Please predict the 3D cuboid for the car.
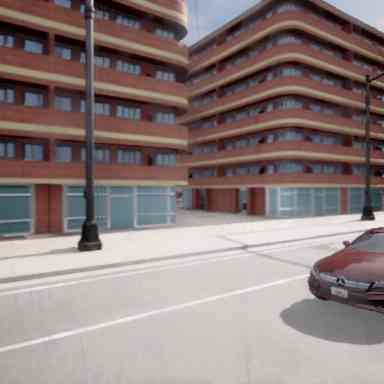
[{"bbox_3d":[4.495,1.503,7.209,4.674,1.442,1.812,0,0,-35],"label":"car"}]
